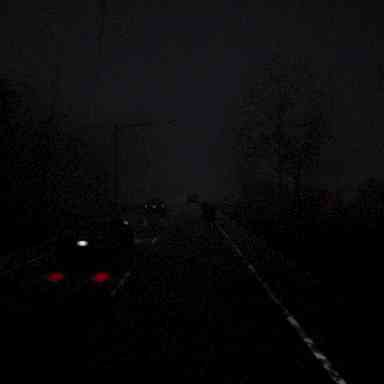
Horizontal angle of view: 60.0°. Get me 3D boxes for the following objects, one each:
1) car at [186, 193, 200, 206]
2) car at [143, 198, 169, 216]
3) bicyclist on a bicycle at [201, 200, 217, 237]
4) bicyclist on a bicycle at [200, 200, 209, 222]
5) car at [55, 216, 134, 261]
[{"bbox_3d":[0.121,1.221,55.821,2.150,2.045,5.566,0,0,0],"label":"car"},{"bbox_3d":[-3.389,1.351,32.143,2.097,1.767,4.553,0,0,0],"label":"car"},{"bbox_3d":[0.973,1.370,17.226,0.659,1.776,1.843,0,0,0],"label":"bicyclist on a bicycle"},{"bbox_3d":[0.976,1.452,26.026,0.582,1.620,1.656,0,0,0],"label":"bicyclist on a bicycle"},{"bbox_3d":[-3.395,1.563,12.311,1.994,1.385,4.181,0,0,0],"label":"car"}]
